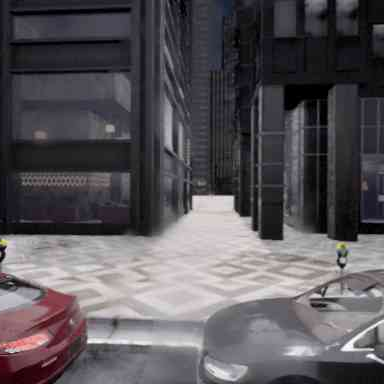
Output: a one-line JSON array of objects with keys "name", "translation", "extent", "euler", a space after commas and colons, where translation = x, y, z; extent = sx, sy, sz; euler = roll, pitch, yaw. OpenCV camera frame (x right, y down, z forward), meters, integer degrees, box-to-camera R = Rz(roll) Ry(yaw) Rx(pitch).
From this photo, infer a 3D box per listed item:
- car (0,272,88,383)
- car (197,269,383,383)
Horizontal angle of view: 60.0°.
[{"name": "car", "translation": [-3.377, 1.558, 3.866], "extent": [4.206, 1.307, 1.802], "euler": [0, 0, 4]}, {"name": "car", "translation": [2.246, 1.548, 3.473], "extent": [4.403, 1.369, 2.008], "euler": [0, 0, 4]}]
